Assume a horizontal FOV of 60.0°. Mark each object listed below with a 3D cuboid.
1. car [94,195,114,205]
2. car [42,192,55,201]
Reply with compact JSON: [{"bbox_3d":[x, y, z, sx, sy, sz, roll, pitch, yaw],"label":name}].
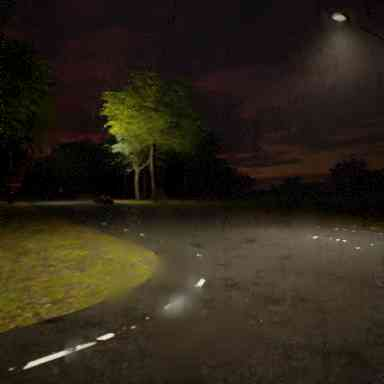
[{"bbox_3d":[-14.136,1.236,53.067,2.033,1.411,5.357,-1,1,-32],"label":"car"},{"bbox_3d":[-30.957,1.175,71.019,1.994,1.385,4.181,-1,1,-24],"label":"car"}]
